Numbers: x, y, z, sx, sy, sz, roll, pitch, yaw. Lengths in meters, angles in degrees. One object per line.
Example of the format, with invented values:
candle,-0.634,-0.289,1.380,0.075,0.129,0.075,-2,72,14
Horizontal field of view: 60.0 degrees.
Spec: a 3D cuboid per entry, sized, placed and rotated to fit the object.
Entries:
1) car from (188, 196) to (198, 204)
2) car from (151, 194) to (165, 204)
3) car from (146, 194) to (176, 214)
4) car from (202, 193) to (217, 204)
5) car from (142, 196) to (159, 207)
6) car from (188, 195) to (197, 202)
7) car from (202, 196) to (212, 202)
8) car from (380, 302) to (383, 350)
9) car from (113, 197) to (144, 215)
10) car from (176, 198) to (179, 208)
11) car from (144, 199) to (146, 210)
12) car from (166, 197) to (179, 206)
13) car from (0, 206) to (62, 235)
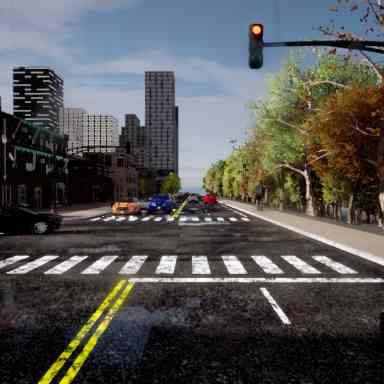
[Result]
car,0.236,1.578,62.987,1.895,1.301,4.718,0,0,0
car,-6.419,1.329,62.782,2.097,1.767,4.553,0,0,1
car,-3.261,1.210,35.885,2.150,2.045,5.566,0,0,0
car,3.486,1.198,62.854,2.150,2.045,5.566,0,0,0
car,-6.472,1.473,52.726,2.128,1.511,4.902,0,0,0
car,0.162,1.510,75.670,2.033,1.411,5.357,0,0,0
car,3.416,1.523,75.928,1.994,1.385,4.181,0,0,0
car,3.357,1.491,2.396,2.128,1.511,4.902,0,0,0
car,-6.550,1.342,33.736,2.097,1.767,4.553,0,0,1
car,-3.232,1.337,45.576,2.097,1.767,4.553,0,0,0
car,-6.492,1.587,42.722,1.895,1.301,4.718,0,0,0
car,-3.216,1.581,54.917,1.895,1.301,4.718,0,0,0
car,-9.733,1.512,18.083,5.008,1.535,1.882,-2,1,-10
